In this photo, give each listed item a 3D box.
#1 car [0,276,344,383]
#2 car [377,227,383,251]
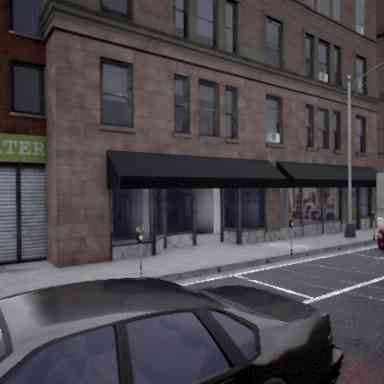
[{"bbox_3d":[-0.958,1.547,2.679,5.357,1.411,2.033,0,0,-35],"label":"car"},{"bbox_3d":[8.926,1.530,12.923,4.507,1.381,1.887,0,-1,-36],"label":"car"}]
